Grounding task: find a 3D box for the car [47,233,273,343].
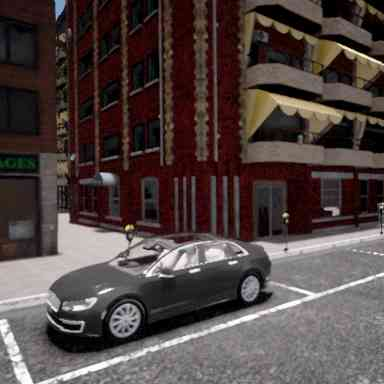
[{"bbox_3d":[-0.364,1.510,6.302,4.403,1.369,2.008,-1,0,-35],"label":"car"}]
